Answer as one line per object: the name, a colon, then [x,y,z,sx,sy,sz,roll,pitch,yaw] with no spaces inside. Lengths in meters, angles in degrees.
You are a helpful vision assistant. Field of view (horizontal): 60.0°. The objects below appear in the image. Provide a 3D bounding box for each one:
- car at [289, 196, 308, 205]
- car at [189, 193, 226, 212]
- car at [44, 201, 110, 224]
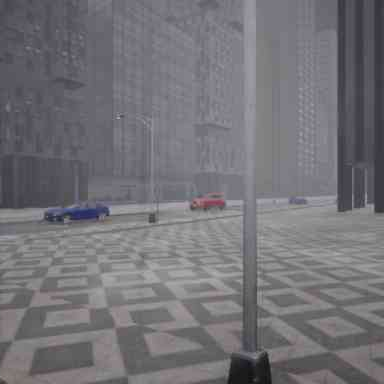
car: [17.618,1.401,55.102,1.882,1.535,5.008,0,0,36]
car: [1.918,1.176,39.043,2.150,2.045,5.566,0,0,36]
car: [-8.487,1.453,24.830,1.882,1.535,5.008,0,0,36]
